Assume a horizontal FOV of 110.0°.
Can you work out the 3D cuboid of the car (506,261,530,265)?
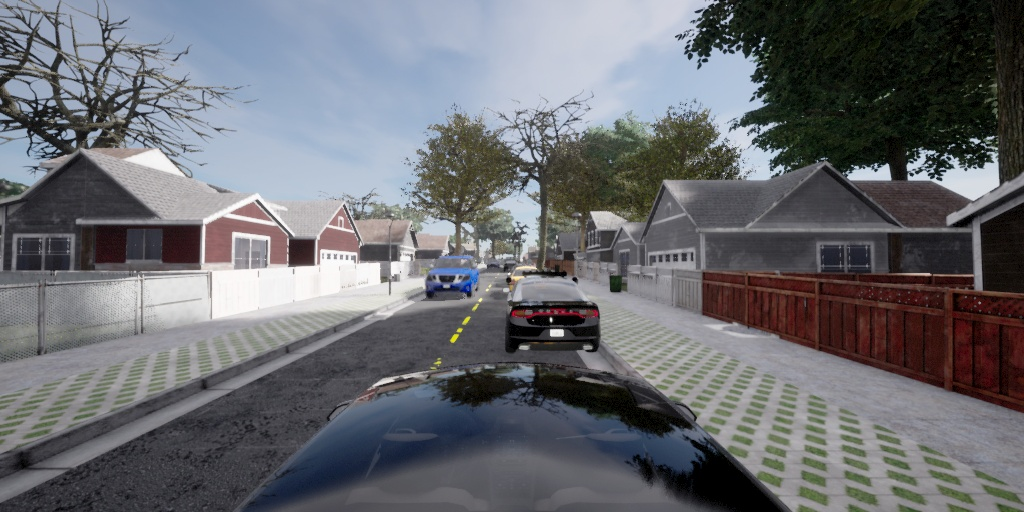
[{"bbox_3d":[0.748,1.221,19.111,1.801,1.575,5.366,0,0,0],"label":"car"}]

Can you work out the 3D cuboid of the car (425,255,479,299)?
[{"bbox_3d":[-2.914,0.986,18.570,2.150,2.045,5.566,0,0,-1],"label":"car"}]

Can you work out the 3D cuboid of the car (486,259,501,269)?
[{"bbox_3d":[-3.096,1.265,59.704,2.097,1.767,4.553,0,0,0],"label":"car"}]

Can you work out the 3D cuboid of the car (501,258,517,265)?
[{"bbox_3d":[-0.171,1.343,49.573,1.882,1.535,5.008,0,0,0],"label":"car"}]

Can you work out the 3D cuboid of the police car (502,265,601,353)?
[{"bbox_3d":[0.795,1.181,9.025,1.930,1.638,5.238,0,0,0],"label":"police car"}]
